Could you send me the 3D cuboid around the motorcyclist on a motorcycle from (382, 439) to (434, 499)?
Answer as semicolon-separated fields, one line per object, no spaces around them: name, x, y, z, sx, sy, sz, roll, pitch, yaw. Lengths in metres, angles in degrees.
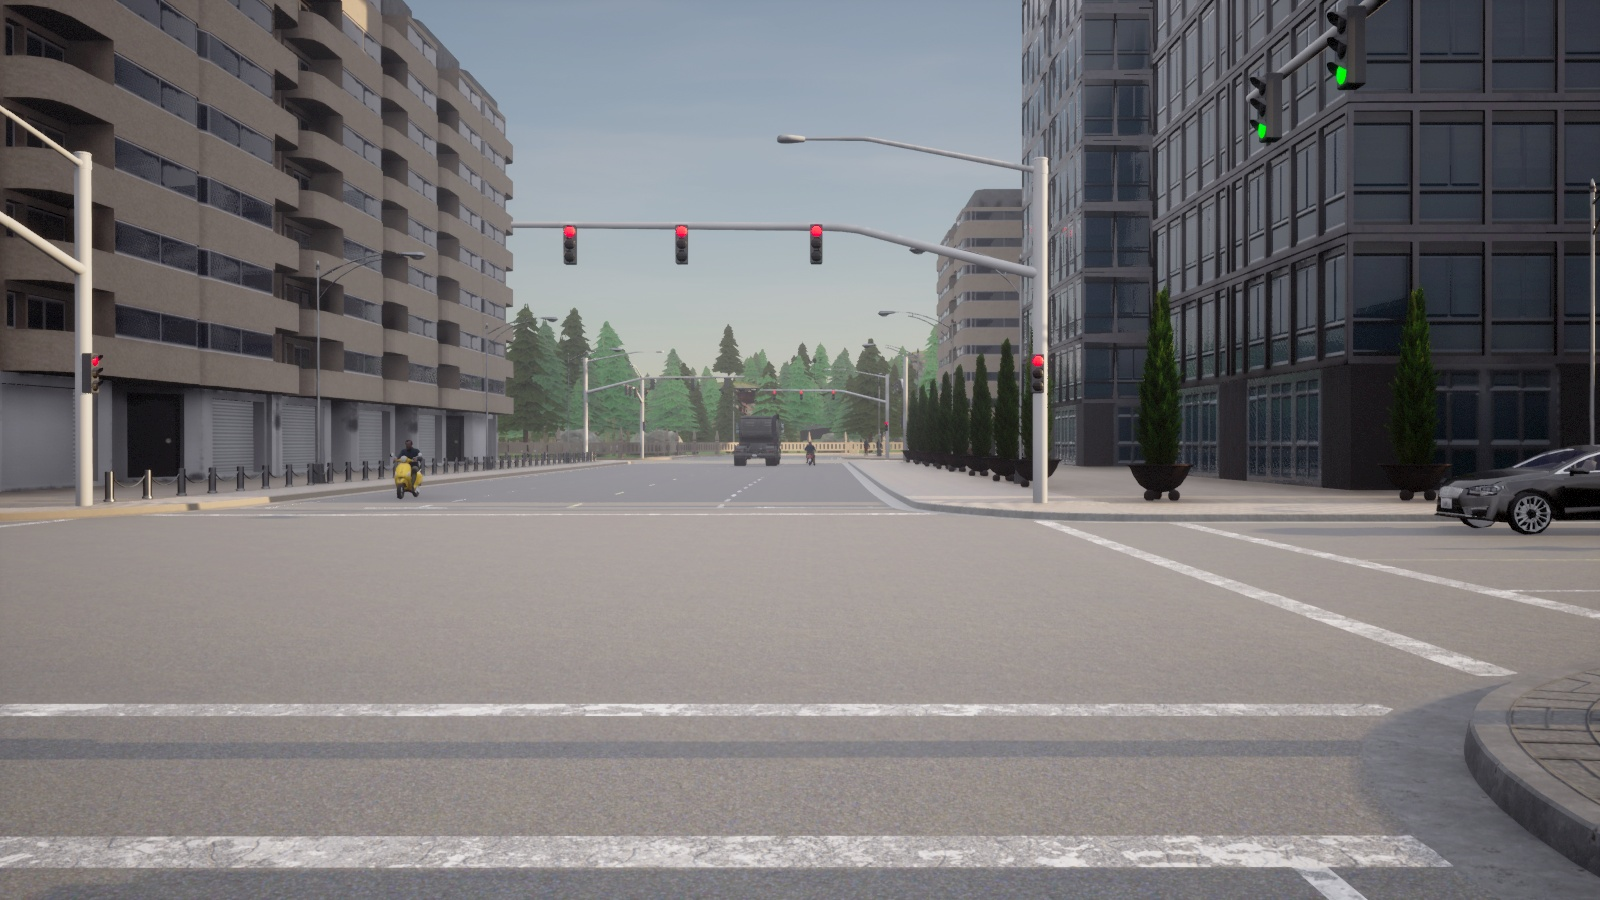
motorcyclist on a motorcycle;-10.623;0.499;34.094;0.866;1.590;1.817;0;0;0

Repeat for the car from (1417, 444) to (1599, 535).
car;13.678;0.646;21.788;4.902;1.511;2.128;0;0;1

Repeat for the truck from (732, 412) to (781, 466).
truck;-2.822;-0.710;83.605;2.891;3.462;7.936;0;0;1
